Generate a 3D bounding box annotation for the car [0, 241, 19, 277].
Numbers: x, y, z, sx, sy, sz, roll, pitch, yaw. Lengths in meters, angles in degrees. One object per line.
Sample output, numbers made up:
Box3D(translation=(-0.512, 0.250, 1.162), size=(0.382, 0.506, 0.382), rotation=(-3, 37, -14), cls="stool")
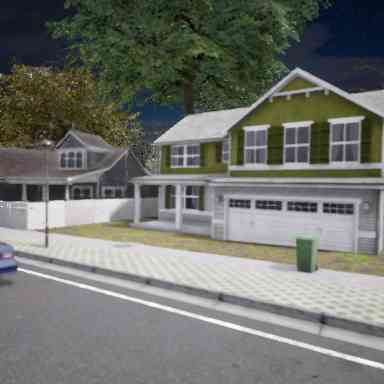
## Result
Box3D(translation=(-6.643, 1.493, 8.606), size=(5.357, 1.411, 2.033), rotation=(0, 0, 34), cls="car")
